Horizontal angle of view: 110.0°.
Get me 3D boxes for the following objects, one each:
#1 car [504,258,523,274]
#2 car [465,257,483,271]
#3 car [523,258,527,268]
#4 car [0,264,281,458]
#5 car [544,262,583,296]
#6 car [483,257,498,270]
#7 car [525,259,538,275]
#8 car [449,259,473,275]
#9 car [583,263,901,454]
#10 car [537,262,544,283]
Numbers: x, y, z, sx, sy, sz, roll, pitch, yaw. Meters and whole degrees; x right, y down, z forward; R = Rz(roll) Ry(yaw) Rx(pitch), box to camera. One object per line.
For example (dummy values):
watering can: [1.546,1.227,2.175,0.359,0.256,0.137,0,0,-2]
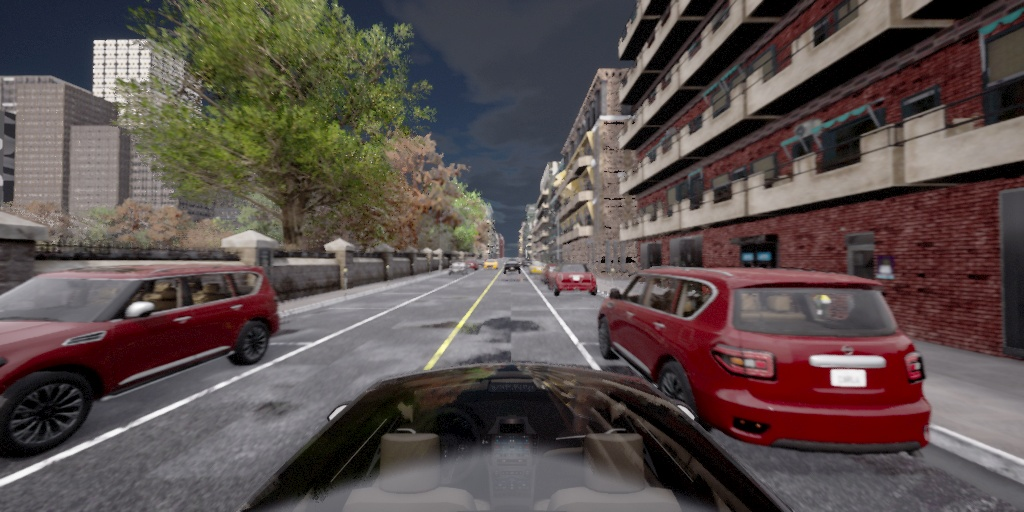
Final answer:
car: [0.062,1.236,42.193,1.882,1.535,5.008,0,-1,1]
car: [-5.686,1.076,49.464,2.192,1.841,5.009,0,0,0]
car: [2.695,1.326,60.509,1.948,1.339,4.313,0,0,0]
car: [-5.688,1.068,5.276,2.192,1.841,5.009,0,0,0]
car: [3.114,1.105,19.492,2.097,1.767,4.553,0,0,0]
car: [-3.056,1.239,52.616,1.882,1.535,5.008,0,0,0]
car: [2.694,1.282,38.586,1.751,1.417,4.829,0,0,0]
car: [-5.687,1.310,38.416,2.007,1.370,4.403,0,0,0]
car: [2.692,1.064,5.275,2.192,1.841,5.009,0,0,0]
car: [3.150,1.279,26.523,1.812,1.442,4.674,0,0,0]
